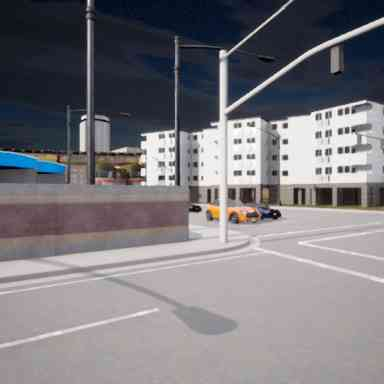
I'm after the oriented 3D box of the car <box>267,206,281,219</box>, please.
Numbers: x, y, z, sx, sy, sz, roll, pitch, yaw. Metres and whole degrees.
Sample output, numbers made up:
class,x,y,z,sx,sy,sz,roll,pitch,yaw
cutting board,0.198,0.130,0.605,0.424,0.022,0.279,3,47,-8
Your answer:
class,x,y,z,sx,sy,sz,roll,pitch,yaw
car,5.334,1.556,27.659,1.994,1.385,4.181,0,0,-35

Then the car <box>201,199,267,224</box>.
class,x,y,z,sx,sy,sz,roll,pitch,yaw
car,3.012,1.346,24.899,2.097,1.767,4.553,0,0,-33

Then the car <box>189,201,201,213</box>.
class,x,y,z,sx,sy,sz,roll,pitch,yaw
car,-0.811,1.556,35.845,1.994,1.385,4.181,0,0,-42
